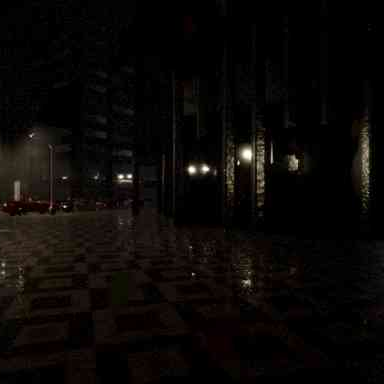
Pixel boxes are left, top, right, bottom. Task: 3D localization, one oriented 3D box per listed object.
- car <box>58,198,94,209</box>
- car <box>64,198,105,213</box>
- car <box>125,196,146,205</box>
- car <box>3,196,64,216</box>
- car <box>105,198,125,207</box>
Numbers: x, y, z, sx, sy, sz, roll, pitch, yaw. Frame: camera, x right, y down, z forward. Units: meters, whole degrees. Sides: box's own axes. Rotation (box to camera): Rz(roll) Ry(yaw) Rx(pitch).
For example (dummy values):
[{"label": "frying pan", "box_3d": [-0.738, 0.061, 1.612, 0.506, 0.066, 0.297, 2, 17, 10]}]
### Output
[{"label": "car", "box_3d": [-15.967, 1.540, 46.101, 1.887, 1.381, 4.507, 0, 0, 35]}, {"label": "car", "box_3d": [-12.186, 1.571, 36.589, 1.947, 1.339, 4.313, 0, 0, 35]}, {"label": "car", "box_3d": [-9.542, 1.429, 55.371, 1.967, 1.590, 4.097, 0, 0, 35]}, {"label": "car", "box_3d": [-15.399, 1.323, 31.953, 2.192, 1.841, 5.009, 0, 0, 35]}, {"label": "car", "box_3d": [-12.754, 1.574, 50.736, 1.802, 1.307, 4.206, 0, 0, 35]}]
